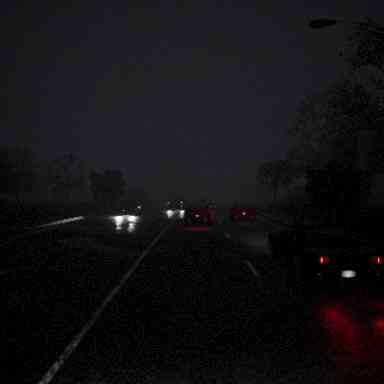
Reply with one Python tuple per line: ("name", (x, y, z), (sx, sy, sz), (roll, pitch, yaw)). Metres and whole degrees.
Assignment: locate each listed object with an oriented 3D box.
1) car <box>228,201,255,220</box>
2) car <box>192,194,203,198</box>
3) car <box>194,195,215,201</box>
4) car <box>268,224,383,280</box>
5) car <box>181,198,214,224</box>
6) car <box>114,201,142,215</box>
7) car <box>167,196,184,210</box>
("car", (4.087, 1.464, 27.739), (1.882, 1.535, 5.008), (0, 0, 3))
("car", (1.381, 1.278, 73.516), (2.097, 1.767, 4.553), (0, 0, 18))
("car", (1.887, 1.470, 42.923), (2.128, 1.511, 4.902), (0, 0, 7))
("car", (3.627, 1.595, 9.892), (1.895, 1.301, 4.718), (0, 0, 0))
("car", (0.462, 1.464, 24.966), (1.882, 1.535, 5.008), (0, 0, 2))
("car", (-6.267, 1.543, 33.170), (1.994, 1.385, 4.181), (0, 0, 4))
("car", (-1.868, 1.328, 42.526), (2.097, 1.767, 4.553), (0, 0, 7))
